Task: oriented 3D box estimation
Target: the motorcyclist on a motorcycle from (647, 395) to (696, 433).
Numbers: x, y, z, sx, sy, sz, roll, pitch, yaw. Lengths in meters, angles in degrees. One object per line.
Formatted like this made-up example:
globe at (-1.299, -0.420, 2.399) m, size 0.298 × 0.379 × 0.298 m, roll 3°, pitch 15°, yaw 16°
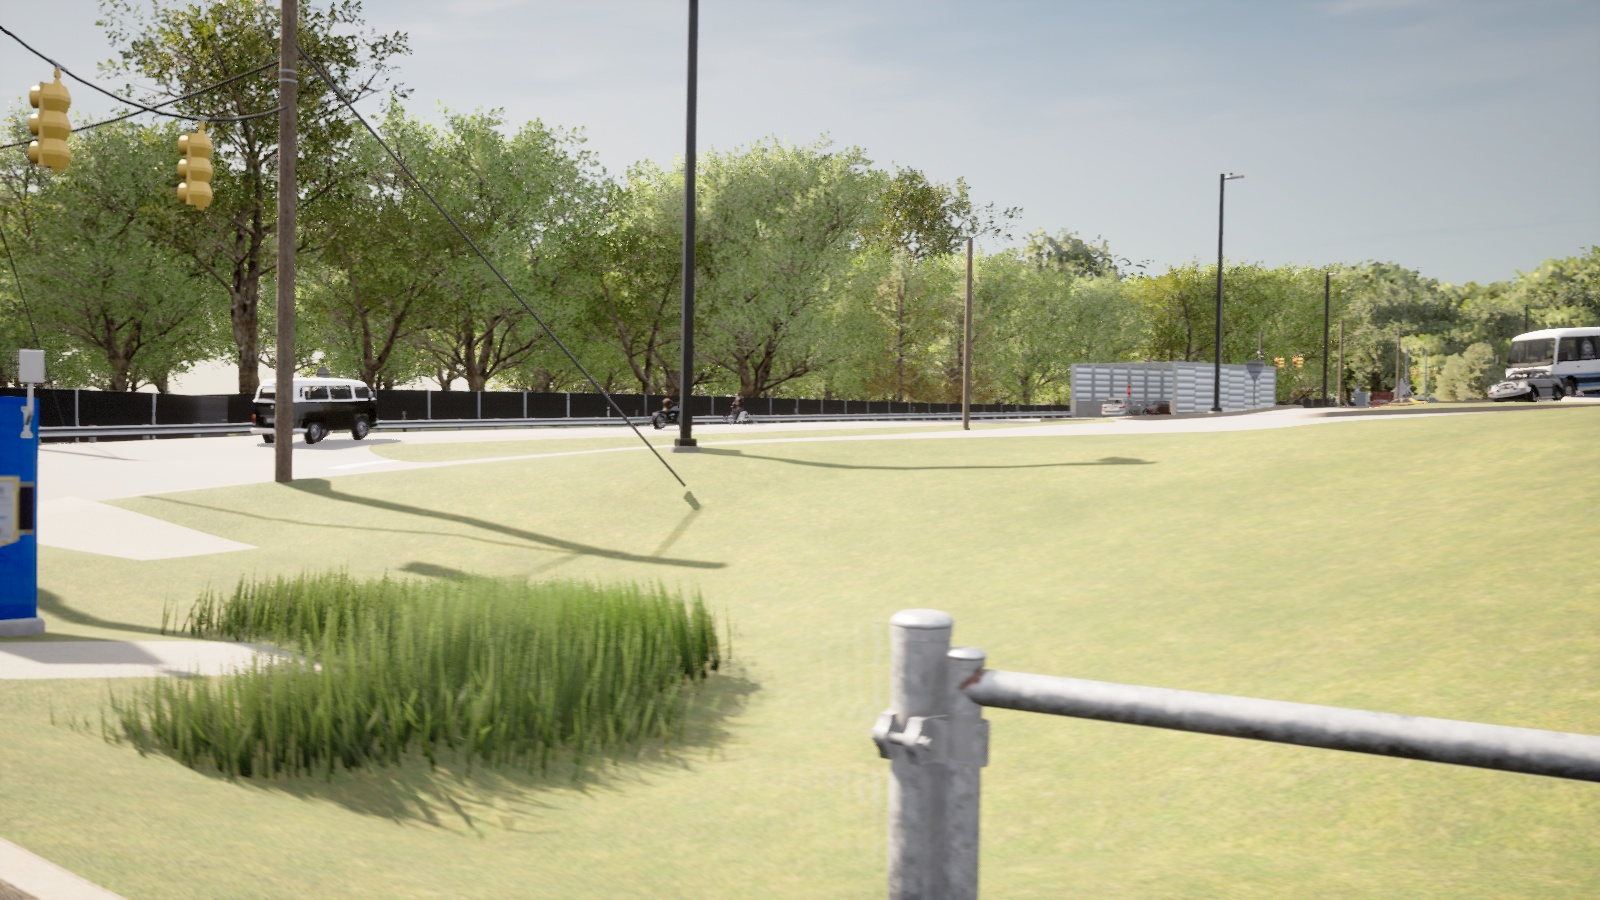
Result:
motorcyclist on a motorcycle at (-5.722, -1.602, 55.984) m, size 0.766 × 1.649 × 2.350 m, roll 1°, pitch 3°, yaw 36°

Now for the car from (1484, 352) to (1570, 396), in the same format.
car at (36.675, -3.843, 63.350) m, size 4.605 × 1.855 × 1.932 m, roll -4°, pitch -4°, yaw -38°

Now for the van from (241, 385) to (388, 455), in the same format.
van at (-15.303, -1.003, 39.886) m, size 2.069 × 2.038 × 4.480 m, roll 0°, pitch 4°, yaw 14°

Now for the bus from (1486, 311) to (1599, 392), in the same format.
bus at (46.325, -5.957, 74.614) m, size 10.273 × 4.253 × 3.944 m, roll -5°, pitch 1°, yaw -22°
